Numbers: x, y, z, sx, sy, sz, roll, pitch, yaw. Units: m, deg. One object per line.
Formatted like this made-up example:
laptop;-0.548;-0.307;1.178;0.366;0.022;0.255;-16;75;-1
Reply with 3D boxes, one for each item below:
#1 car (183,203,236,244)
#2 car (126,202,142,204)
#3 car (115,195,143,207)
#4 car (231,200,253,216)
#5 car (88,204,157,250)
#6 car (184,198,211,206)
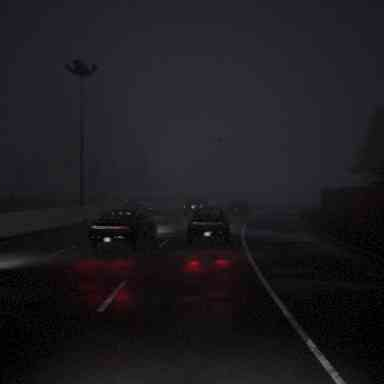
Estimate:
car;0.901;1.498;15.911;2.128;1.511;4.902;0;0;7
car;-4.501;1.558;25.944;2.033;1.411;5.357;0;0;13
car;-9.964;1.393;53.003;2.097;1.767;4.553;0;0;26
car;4.866;1.491;33.360;1.882;1.535;5.008;0;0;18
car;-2.798;1.497;14.314;2.128;1.511;4.902;0;0;6
car;0.689;1.364;31.622;2.097;1.767;4.553;0;0;16
